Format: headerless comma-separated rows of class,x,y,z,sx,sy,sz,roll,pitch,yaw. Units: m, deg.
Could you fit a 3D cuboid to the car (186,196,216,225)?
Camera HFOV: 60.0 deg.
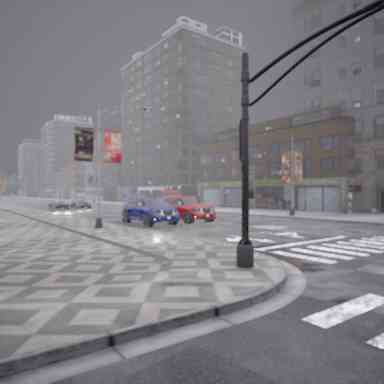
car,-0.514,1.299,25.522,2.150,2.045,5.566,0,0,-36

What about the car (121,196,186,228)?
car,-3.092,1.298,23.543,2.150,2.045,5.566,0,0,-36

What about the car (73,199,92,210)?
car,-15.725,1.701,46.577,2.033,1.411,5.357,0,0,-36

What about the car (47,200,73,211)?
car,-17.446,1.751,43.393,1.895,1.301,4.718,0,0,-36
